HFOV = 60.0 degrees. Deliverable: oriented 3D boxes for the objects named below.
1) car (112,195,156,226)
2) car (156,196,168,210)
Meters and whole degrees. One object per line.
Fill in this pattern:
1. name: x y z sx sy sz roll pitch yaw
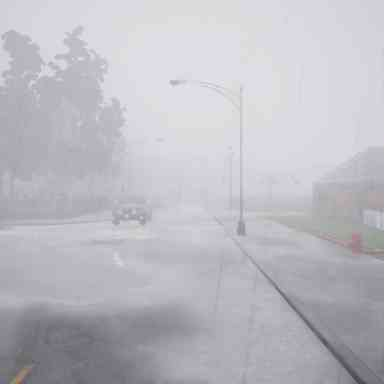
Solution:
1. car: -4.175 1.222 24.041 2.150 2.045 5.566 0 0 0
2. car: -4.221 1.351 42.468 2.097 1.767 4.553 0 0 0
